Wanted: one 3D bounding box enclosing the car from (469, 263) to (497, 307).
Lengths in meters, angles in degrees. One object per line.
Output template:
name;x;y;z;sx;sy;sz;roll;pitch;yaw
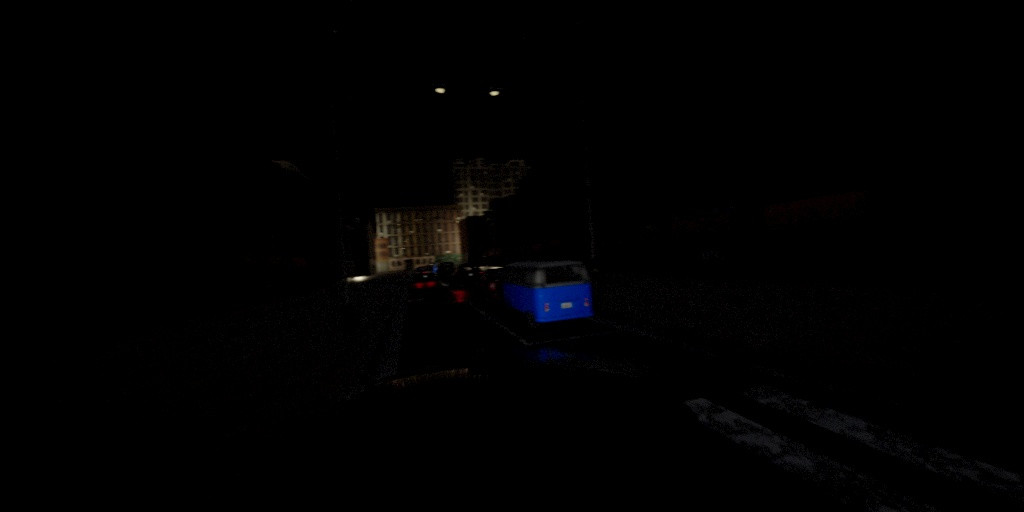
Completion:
car;-0.519;1.220;15.954;1.967;1.591;4.097;0;0;-15

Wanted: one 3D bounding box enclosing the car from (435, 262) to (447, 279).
car;-7.723;1.621;42.360;2.192;1.841;5.009;0;0;-15

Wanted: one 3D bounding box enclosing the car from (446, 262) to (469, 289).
car;-3.384;1.337;26.645;2.097;1.767;4.553;-4;0;-15

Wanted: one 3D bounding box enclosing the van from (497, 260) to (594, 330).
van;0.922;1.017;10.672;1.690;1.789;3.998;0;0;-15

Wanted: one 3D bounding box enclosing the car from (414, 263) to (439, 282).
car;-9.404;1.921;38.508;2.128;1.511;4.902;-4;0;-15
